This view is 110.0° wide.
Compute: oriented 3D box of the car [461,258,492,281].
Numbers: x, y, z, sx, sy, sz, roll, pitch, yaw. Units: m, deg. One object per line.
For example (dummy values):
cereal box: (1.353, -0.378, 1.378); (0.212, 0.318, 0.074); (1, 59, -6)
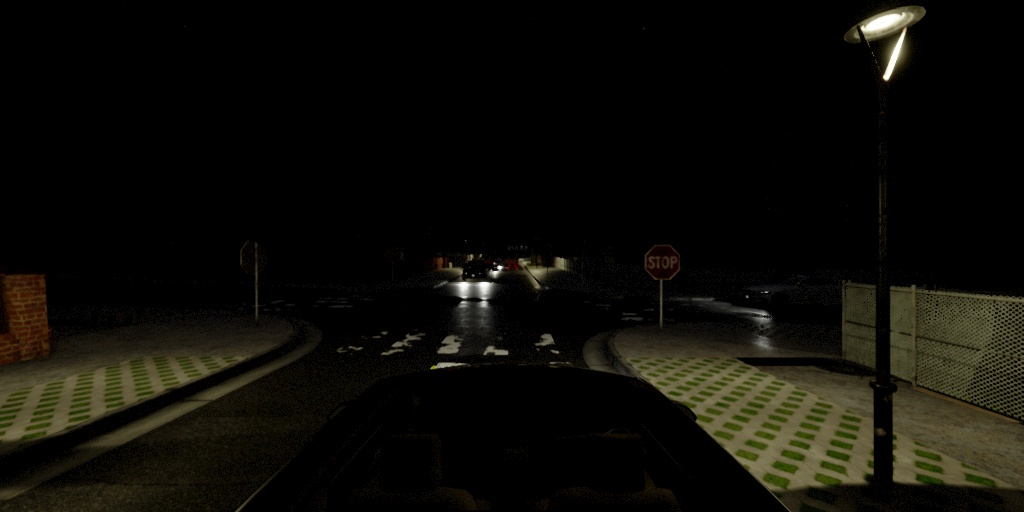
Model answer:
car: (-2.835, 1.156, 28.480); (1.837, 1.490, 4.892); (0, 0, 0)

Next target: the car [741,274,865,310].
car: (12.628, 1.519, 15.675); (4.674, 1.442, 1.812); (1, 0, 0)

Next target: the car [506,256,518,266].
car: (0.028, 0.843, 57.262); (1.882, 1.535, 5.008); (0, 1, 0)

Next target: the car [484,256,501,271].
car: (-2.821, 0.862, 43.918); (2.097, 1.767, 4.553); (0, 1, 0)
